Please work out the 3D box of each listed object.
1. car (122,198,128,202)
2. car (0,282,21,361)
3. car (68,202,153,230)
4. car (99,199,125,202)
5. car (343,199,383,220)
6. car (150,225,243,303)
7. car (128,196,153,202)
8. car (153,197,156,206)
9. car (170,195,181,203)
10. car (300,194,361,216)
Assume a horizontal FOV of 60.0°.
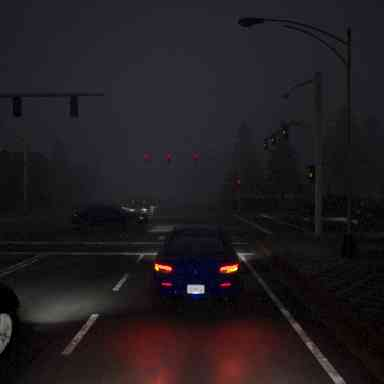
[{"bbox_3d":[-10.648,1.601,51.392,1.895,1.301,4.718,0,0,0],"label":"car"},{"bbox_3d":[-3.442,1.505,2.954,1.837,1.490,4.892,0,0,0],"label":"car"},{"bbox_3d":[-5.012,1.525,20.610,4.674,1.442,1.812,0,0,2],"label":"car"},{"bbox_3d":[-8.152,1.564,27.857,4.181,1.385,1.994,0,0,-37],"label":"car"},{"bbox_3d":[15.883,1.547,27.608,5.357,1.411,2.033,0,0,0],"label":"car"},{"bbox_3d":[0.130,1.526,8.088,1.812,1.442,4.674,0,0,2],"label":"car"},{"bbox_3d":[-7.149,1.352,46.353,2.097,1.767,4.553,0,0,0],"label":"car"},{"bbox_3d":[-7.136,1.505,55.495,1.837,1.490,4.892,0,0,0],"label":"car"},{"bbox_3d":[-3.482,1.352,69.836,2.097,1.767,4.553,0,0,0],"label":"car"},{"bbox_3d":[13.062,1.222,31.107,5.566,2.045,2.150,0,0,0],"label":"car"}]
